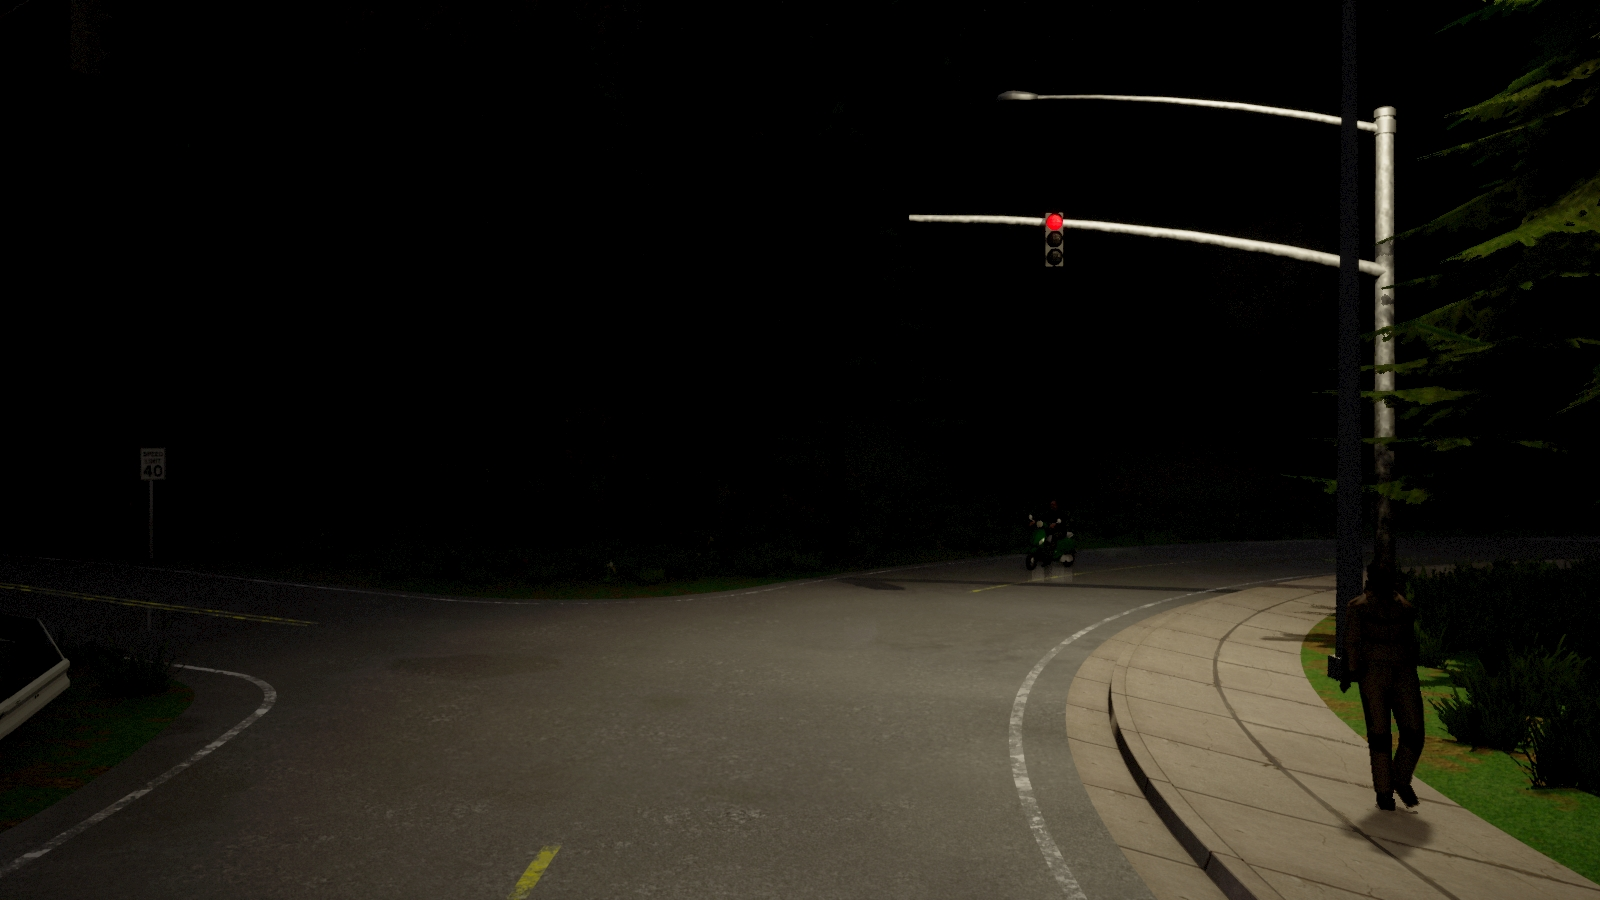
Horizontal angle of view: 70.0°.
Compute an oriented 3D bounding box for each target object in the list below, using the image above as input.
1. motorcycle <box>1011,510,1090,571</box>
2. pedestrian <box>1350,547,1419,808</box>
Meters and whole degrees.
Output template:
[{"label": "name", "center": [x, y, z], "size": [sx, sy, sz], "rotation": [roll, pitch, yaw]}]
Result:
[{"label": "motorcycle", "center": [5.937, 2.115, 27.011], "size": [1.805, 1.316, 0.856], "rotation": [0, 0, -37]}, {"label": "pedestrian", "center": [4.352, 1.671, 8.521], "size": [0.375, 1.860, 0.375], "rotation": [0, 0, 13]}]
